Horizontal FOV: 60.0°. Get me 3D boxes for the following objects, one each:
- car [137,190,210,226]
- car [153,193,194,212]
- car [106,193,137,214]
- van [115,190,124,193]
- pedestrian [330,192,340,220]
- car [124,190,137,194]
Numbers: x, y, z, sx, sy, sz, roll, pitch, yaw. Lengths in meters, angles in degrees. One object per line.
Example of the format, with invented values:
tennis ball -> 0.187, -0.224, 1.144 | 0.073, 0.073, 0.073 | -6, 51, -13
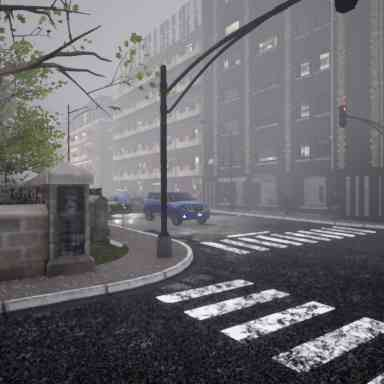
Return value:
car -> -1.179, 0.926, 21.607 | 2.150, 2.045, 5.566 | 0, 1, -36
car -> -1.858, 0.950, 32.353 | 1.967, 1.590, 4.097 | 1, 1, -36
car -> -6.840, 1.098, 29.334 | 1.994, 1.385, 4.181 | 0, 1, -36
van -> -8.386, 0.655, 41.261 | 1.690, 1.788, 3.998 | 1, 1, -36
pedestrian -> 9.418, 0.902, 21.923 | 0.375, 1.860, 0.375 | 1, -1, -36
car -> -5.120, 0.727, 36.806 | 2.192, 1.841, 5.009 | 1, 1, -36
